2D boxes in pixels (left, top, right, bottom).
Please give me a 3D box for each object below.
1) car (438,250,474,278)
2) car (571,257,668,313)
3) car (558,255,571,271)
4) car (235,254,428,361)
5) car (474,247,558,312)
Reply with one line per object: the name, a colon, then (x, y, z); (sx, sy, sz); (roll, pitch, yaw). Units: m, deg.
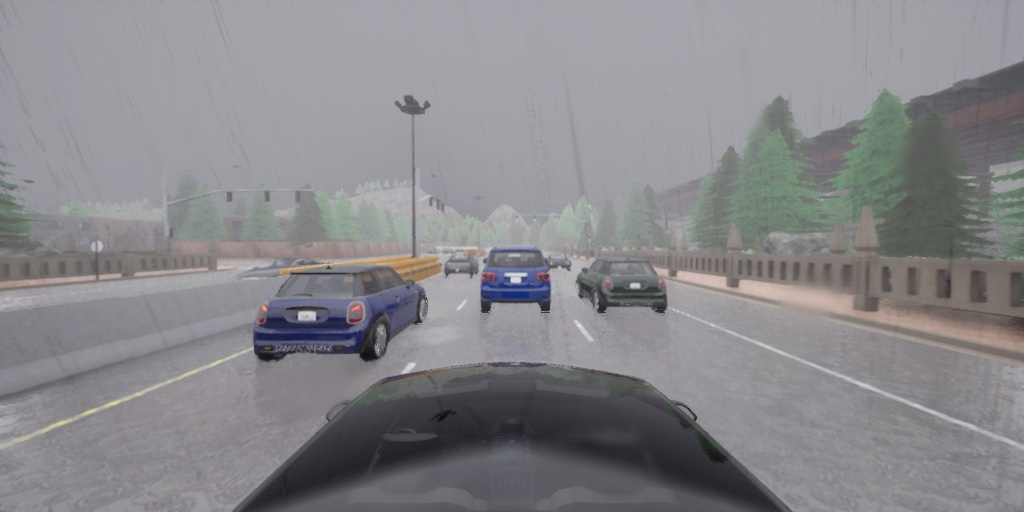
car: (-3.327, 0.590, 24.326); (2.128, 1.511, 4.902); (0, 2, 0)
car: (3.618, 0.815, 12.620); (2.097, 1.767, 4.553); (0, 2, 0)
car: (3.703, 0.523, 30.016); (1.895, 1.301, 4.718); (0, 2, 0)
car: (-3.396, 0.955, 8.079); (2.097, 1.767, 4.553); (0, 2, 0)
car: (0.118, 0.681, 12.686); (2.150, 2.045, 5.566); (0, 2, 0)
